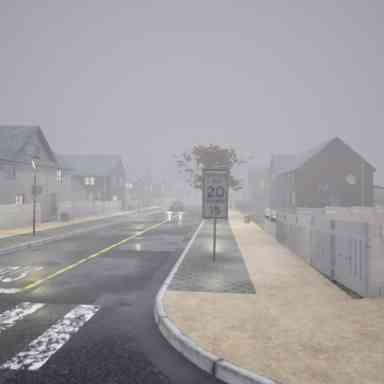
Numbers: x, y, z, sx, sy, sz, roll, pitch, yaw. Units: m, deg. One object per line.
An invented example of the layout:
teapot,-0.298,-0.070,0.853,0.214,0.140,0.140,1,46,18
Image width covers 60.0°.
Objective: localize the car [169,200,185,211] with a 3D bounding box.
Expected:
car,-2.137,1.978,47.832,1.837,1.490,4.892,1,-1,5
